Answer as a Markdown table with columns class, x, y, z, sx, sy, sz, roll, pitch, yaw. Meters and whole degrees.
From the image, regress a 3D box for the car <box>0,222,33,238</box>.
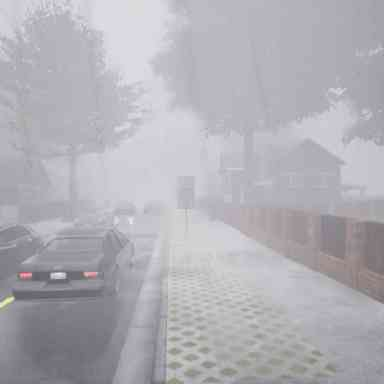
| class | x | y | z | sx | sy | sz | roll | pitch | yaw |
| --- | --- | --- | --- | --- | --- | --- | --- | --- | --- |
| car | -5.492 | 1.602 | 8.649 | 1.837 | 1.490 | 4.892 | -1 | 0 | -4 |

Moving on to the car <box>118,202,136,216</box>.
| class | x | y | z | sx | sy | sz | roll | pitch | yaw |
| --- | --- | --- | --- | --- | --- | --- | --- | --- | --- |
| car | -7.282 | 1.813 | 36.698 | 1.882 | 1.535 | 5.008 | -1 | 0 | -4 |

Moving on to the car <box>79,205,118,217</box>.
| class | x | y | z | sx | sy | sz | roll | pitch | yaw |
| --- | --- | --- | --- | --- | --- | --- | --- | --- | --- |
| car | -6.361 | 1.742 | 22.085 | 1.812 | 1.442 | 4.674 | -1 | -1 | -4 |

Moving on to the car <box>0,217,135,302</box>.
| class | x | y | z | sx | sy | sz | roll | pitch | yaw |
| --- | --- | --- | --- | --- | --- | --- | --- | --- | --- |
| car | -2.636 | 1.618 | 8.650 | 2.033 | 1.411 | 5.357 | -1 | 0 | -4 |

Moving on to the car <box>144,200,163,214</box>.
| class | x | y | z | sx | sy | sz | roll | pitch | yaw |
| --- | --- | --- | --- | --- | --- | --- | --- | --- | --- |
| car | -4.565 | 1.924 | 39.055 | 1.895 | 1.301 | 4.718 | -1 | 0 | -3 |
